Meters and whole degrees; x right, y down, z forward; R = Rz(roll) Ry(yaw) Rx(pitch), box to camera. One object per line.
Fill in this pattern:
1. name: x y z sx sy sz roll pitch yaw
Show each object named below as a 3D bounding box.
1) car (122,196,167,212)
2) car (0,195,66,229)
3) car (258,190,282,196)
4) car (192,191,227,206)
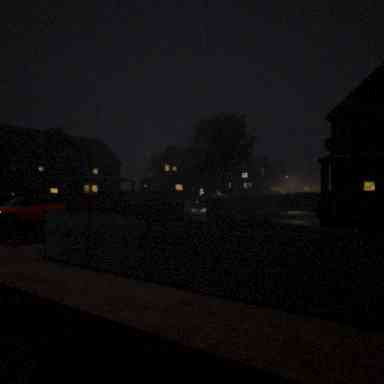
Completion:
1. car: -3.820 1.007 27.197 1.994 1.385 4.181 1 2 35
2. car: -9.578 1.029 19.098 2.097 1.767 4.553 1 2 35
3. car: 11.504 0.378 48.544 2.033 1.411 5.357 1 2 35
4. car: 1.921 0.702 35.238 2.128 1.511 4.902 1 2 36
